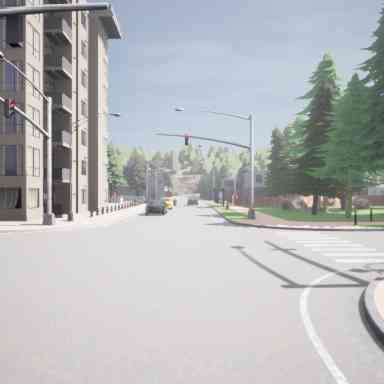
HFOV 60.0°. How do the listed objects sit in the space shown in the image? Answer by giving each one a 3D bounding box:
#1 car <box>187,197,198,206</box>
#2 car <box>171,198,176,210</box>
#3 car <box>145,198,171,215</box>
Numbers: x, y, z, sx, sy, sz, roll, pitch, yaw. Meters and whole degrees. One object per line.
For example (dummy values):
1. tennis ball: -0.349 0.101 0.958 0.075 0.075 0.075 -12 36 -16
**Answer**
1. car: 0.140 1.547 55.665 2.033 1.411 5.357 0 0 0
2. car: -3.483 1.478 43.441 1.882 1.535 5.008 0 0 0
3. car: -3.517 1.478 33.480 1.882 1.535 5.008 0 0 0
